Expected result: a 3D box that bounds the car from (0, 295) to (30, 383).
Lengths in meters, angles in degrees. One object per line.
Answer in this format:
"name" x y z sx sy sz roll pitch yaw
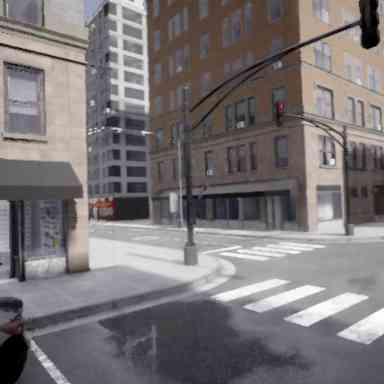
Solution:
"car" -3.946 1.806 3.217 4.313 1.339 1.947 -1 -2 -39
